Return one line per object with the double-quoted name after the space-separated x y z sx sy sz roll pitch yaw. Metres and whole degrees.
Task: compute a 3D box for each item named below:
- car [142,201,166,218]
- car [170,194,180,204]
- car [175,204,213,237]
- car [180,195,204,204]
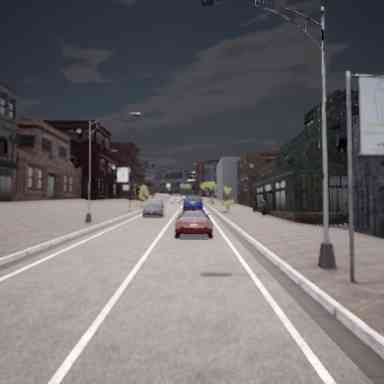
-3.519 1.588 31.222 1.837 1.490 4.892 0 0 0 "car"
-3.509 1.458 72.853 2.150 2.045 5.566 0 0 0 "car"
0.100 1.600 18.351 1.994 1.385 4.181 0 0 0 "car"
0.102 1.332 36.940 2.150 2.045 5.566 0 0 0 "car"
